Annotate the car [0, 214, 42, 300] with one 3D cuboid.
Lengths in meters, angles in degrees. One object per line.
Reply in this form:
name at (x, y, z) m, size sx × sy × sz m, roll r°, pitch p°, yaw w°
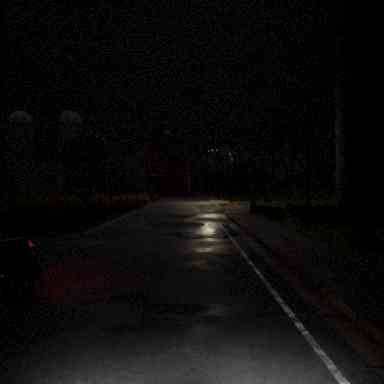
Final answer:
car at (-5.404, 1.262, 6.193) m, size 2.097 × 1.767 × 4.553 m, roll 0°, pitch 1°, yaw 45°
